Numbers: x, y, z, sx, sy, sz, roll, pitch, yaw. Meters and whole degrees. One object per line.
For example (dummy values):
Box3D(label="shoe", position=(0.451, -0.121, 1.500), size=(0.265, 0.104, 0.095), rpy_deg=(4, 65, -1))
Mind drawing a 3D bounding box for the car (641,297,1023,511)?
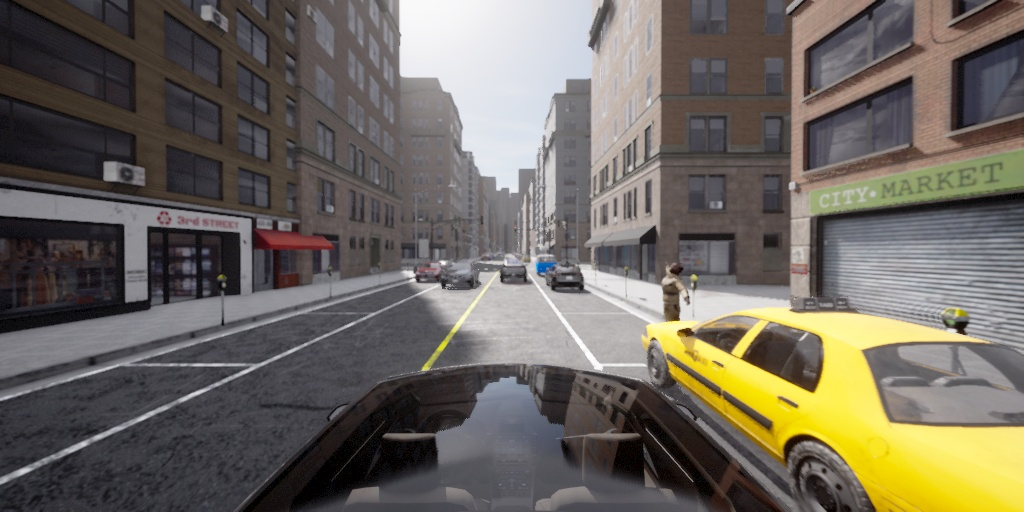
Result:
Box3D(label="car", position=(3.004, 1.183, 3.769), size=(1.801, 1.575, 5.366), rpy_deg=(0, 1, 0))

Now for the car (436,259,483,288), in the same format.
Box3D(label="car", position=(-3.055, 1.056, 21.679), size=(1.812, 1.442, 4.674), rpy_deg=(0, 1, 0))

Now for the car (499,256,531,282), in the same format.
Box3D(label="car", position=(0.119, 0.981, 25.486), size=(2.128, 1.511, 4.902), rpy_deg=(0, 1, 0))

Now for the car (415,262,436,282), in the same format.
Box3D(label="car", position=(-5.621, 1.070, 25.596), size=(1.802, 1.307, 4.207), rpy_deg=(0, 0, 0))

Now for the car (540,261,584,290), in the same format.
Box3D(label="car", position=(2.893, 1.114, 20.143), size=(1.948, 1.339, 4.313), rpy_deg=(0, 0, 0))

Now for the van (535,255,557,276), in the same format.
Box3D(label="van", position=(2.915, 0.770, 31.039), size=(1.690, 1.789, 3.998), rpy_deg=(0, 0, 0))

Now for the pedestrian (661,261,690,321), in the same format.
Box3D(label="pedestrian", position=(3.008, 1.010, 6.758), size=(0.375, 1.860, 0.375), rpy_deg=(0, 1, -10))
